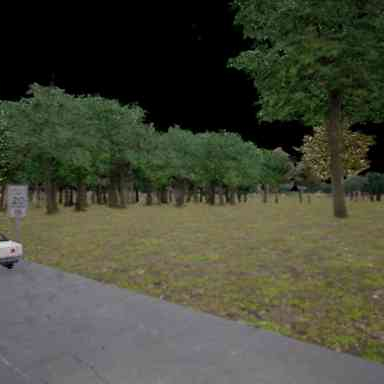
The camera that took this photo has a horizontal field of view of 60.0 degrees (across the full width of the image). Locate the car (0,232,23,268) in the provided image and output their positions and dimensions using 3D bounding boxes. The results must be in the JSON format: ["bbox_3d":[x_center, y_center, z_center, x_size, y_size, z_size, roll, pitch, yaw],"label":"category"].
[{"bbox_3d":[-7.685,1.922,11.487,4.718,1.301,1.895,-2,-2,43],"label":"car"}]
